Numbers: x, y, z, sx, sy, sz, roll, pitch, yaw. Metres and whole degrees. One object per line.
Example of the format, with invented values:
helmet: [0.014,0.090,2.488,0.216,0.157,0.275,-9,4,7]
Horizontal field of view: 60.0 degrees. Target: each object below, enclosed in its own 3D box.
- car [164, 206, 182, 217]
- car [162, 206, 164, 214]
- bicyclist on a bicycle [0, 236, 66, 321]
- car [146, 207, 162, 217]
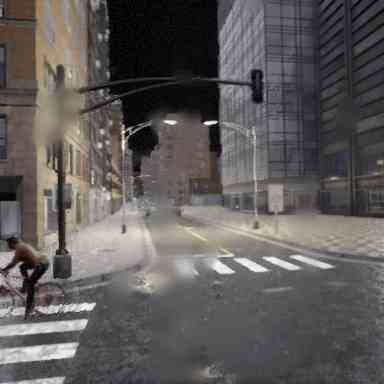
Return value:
car: [-2.687,2.904,49.416,1.837,1.490,4.892,-1,-2,-9]
car: [-4.442,3.168,59.628,2.128,1.511,4.902,-1,-1,-9]
bicyclist on a bicycle: [-3.331,1.680,6.525,1.656,1.620,0.582,-1,-1,-9]
car: [-6.374,3.108,52.973,2.033,1.411,5.357,-1,-1,-9]
